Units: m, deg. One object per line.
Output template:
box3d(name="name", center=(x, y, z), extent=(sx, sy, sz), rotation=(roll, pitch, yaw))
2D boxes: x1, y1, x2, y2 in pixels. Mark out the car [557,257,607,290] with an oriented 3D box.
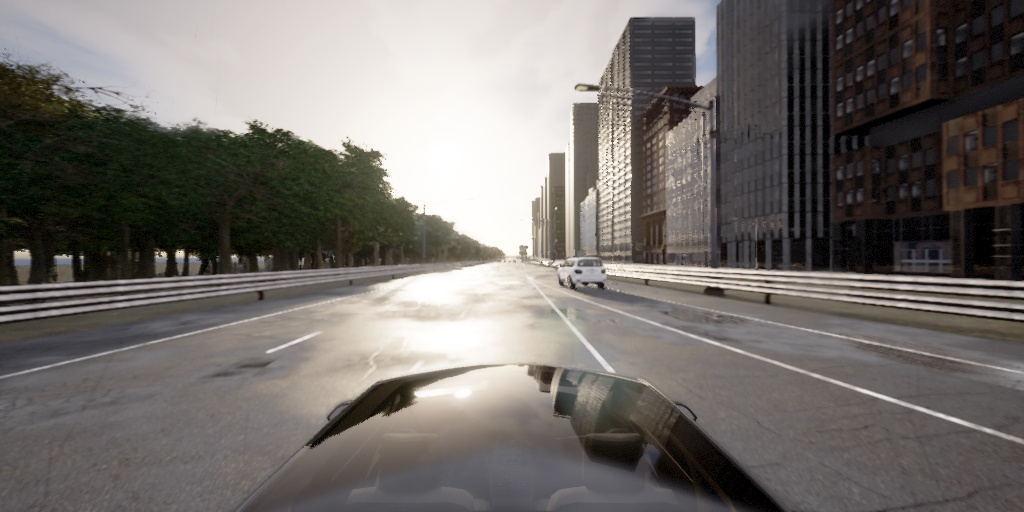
box3d(name="car", center=(4.598, 1.125, 24.277), extent=(2.150, 2.045, 5.566), rotation=(-1, 0, -5))
